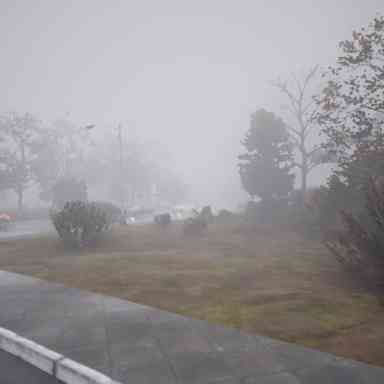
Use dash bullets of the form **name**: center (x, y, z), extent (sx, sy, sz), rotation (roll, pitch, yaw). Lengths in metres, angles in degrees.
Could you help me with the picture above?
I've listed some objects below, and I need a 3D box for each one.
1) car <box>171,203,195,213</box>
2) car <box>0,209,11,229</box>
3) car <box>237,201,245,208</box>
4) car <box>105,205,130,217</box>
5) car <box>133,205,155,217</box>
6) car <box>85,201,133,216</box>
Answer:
- **car**: center (-1.310, 2.446, 50.485), extent (1.812, 1.442, 4.674), rotation (-3, -2, 33)
- **car**: center (-16.885, 2.154, 26.053), extent (2.097, 1.767, 4.553), rotation (-3, -2, 33)
- **car**: center (10.025, 2.373, 61.601), extent (1.882, 1.535, 5.008), rotation (-3, -2, 33)
- **car**: center (-7.859, 2.046, 26.668), extent (2.033, 1.411, 5.357), rotation (-3, -2, 33)
- **car**: center (-6.604, 2.383, 42.070), extent (1.812, 1.442, 4.674), rotation (-3, -2, 32)
- **car**: center (-8.695, 1.881, 31.875), extent (2.150, 2.045, 5.566), rotation (-3, -2, 33)
